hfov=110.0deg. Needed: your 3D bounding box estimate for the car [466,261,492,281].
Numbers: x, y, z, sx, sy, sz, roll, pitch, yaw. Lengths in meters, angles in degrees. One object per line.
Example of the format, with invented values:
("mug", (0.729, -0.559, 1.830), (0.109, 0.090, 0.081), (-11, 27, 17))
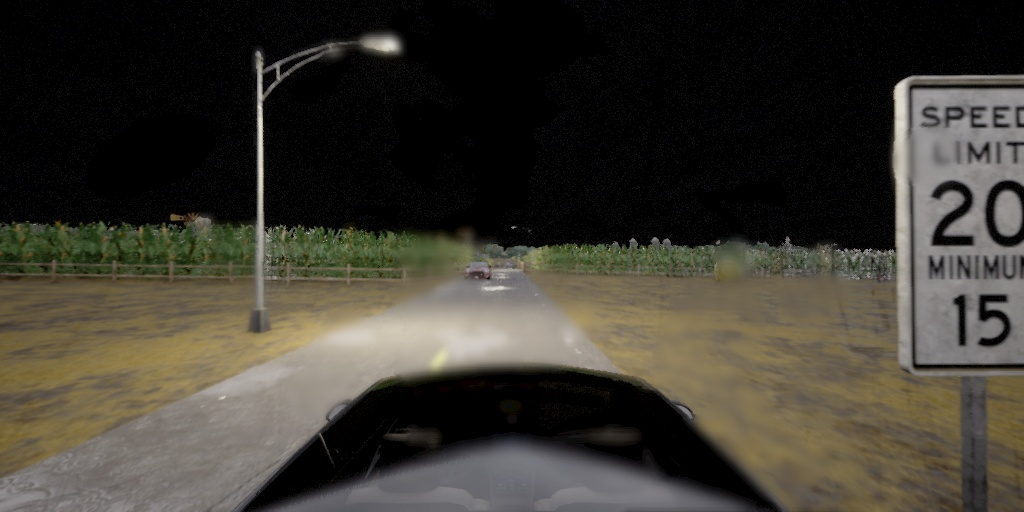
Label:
("car", (-2.902, 1.228, 32.244), (2.097, 1.767, 4.553), (0, 0, 0))
